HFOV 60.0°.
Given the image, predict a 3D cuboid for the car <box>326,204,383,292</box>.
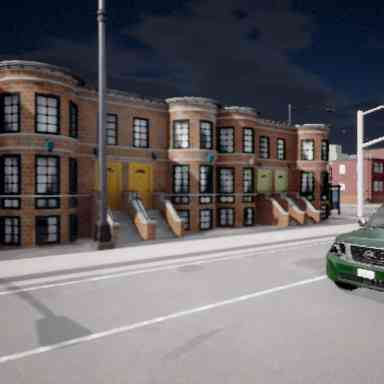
[{"bbox_3d":[5.567,1.209,7.915,5.566,2.045,2.150,0,0,-35],"label":"car"}]
